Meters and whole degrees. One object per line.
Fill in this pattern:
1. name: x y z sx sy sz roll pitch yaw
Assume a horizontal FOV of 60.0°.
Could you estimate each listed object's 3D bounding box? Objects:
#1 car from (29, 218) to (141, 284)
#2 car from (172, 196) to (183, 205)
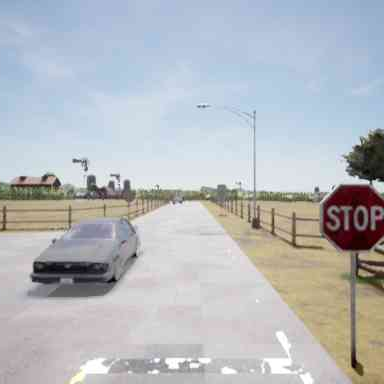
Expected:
1. car: -2.728 1.504 9.909 2.033 1.411 5.357 0 1 0
2. car: -2.640 1.553 61.529 2.128 1.511 4.902 0 0 0
